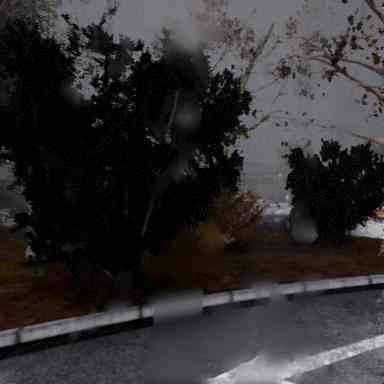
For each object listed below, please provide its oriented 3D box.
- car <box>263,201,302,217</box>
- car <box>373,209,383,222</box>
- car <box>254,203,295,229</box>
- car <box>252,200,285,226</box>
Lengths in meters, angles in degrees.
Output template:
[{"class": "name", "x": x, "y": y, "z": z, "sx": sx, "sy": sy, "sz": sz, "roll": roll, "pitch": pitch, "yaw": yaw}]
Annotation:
[{"class": "car", "x": 10.804, "y": 2.010, "z": 39.594, "sx": 4.553, "sy": 1.767, "sz": 2.185, "roll": 1, "pitch": -2, "yaw": -36}, {"class": "car", "x": 18.062, "y": 1.893, "z": 29.855, "sx": 5.008, "sy": 1.535, "sz": 2.097, "roll": 1, "pitch": -1, "yaw": -37}, {"class": "car", "x": 7.161, "y": 1.802, "z": 23.969, "sx": 4.892, "sy": 1.521, "sz": 2.231, "roll": 1, "pitch": -1, "yaw": -37}, {"class": "car", "x": 5.508, "y": 1.595, "z": 26.225, "sx": 5.566, "sy": 2.045, "sz": 2.435, "roll": 1, "pitch": -1, "yaw": -37}]
